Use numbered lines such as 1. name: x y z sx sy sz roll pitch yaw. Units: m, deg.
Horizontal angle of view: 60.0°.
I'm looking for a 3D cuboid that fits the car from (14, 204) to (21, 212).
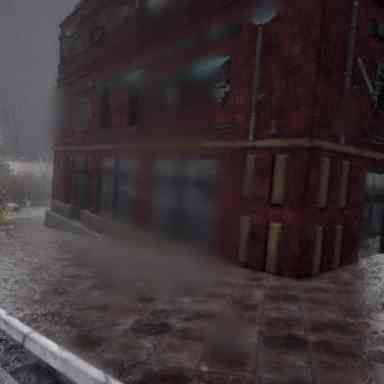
1. car: -28.102 2.398 51.292 1.812 1.442 4.674 4 -2 -5
